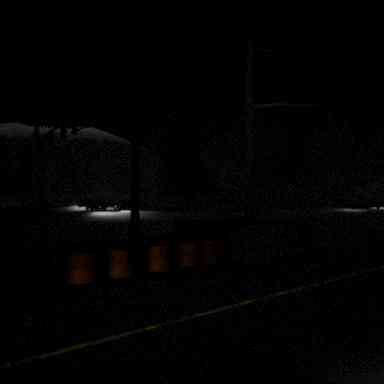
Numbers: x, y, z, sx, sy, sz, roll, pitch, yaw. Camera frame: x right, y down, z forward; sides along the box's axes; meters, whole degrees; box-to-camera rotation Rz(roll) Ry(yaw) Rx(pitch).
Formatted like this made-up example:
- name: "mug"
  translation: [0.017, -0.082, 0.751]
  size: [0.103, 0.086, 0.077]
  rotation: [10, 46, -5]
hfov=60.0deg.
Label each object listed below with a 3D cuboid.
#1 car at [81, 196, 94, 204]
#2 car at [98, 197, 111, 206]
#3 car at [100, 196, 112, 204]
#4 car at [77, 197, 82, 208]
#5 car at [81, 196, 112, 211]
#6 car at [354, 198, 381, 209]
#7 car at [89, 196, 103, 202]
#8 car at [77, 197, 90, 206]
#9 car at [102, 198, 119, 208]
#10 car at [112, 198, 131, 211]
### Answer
- name: "car"
  translation: [-21.238, 1.632, 67.863]
  size: [2.033, 1.411, 5.357]
  rotation: [0, 0, -10]
- name: "car"
  translation: [-15.743, 1.638, 59.650]
  size: [2.033, 1.411, 5.357]
  rotation: [0, 0, -18]
- name: "car"
  translation: [-18.000, 1.633, 69.804]
  size: [2.128, 1.511, 4.902]
  rotation: [0, 0, -10]
- name: "car"
  translation: [-15.798, 1.630, 49.579]
  size: [1.994, 1.385, 4.181]
  rotation: [0, 0, -21]
- name: "car"
  translation: [-11.988, 1.551, 41.521]
  size: [2.128, 1.511, 4.902]
  rotation: [0, 0, -28]
- name: "car"
  translation: [25.072, 1.636, 47.526]
  size: [5.008, 1.535, 1.882]
  rotation: [0, 0, -35]
- name: "car"
  translation: [-22.389, 1.635, 78.142]
  size: [2.033, 1.411, 5.357]
  rotation: [0, 0, -3]
- name: "car"
  translation: [-18.813, 1.567, 57.819]
  size: [2.128, 1.511, 4.902]
  rotation: [0, 0, -18]
- name: "car"
  translation: [-12.462, 1.606, 50.649]
  size: [1.812, 1.442, 4.674]
  rotation: [0, 0, -22]
- name: "car"
  translation: [-8.683, 1.638, 42.778]
  size: [1.994, 1.385, 4.181]
  rotation: [0, 0, -29]
